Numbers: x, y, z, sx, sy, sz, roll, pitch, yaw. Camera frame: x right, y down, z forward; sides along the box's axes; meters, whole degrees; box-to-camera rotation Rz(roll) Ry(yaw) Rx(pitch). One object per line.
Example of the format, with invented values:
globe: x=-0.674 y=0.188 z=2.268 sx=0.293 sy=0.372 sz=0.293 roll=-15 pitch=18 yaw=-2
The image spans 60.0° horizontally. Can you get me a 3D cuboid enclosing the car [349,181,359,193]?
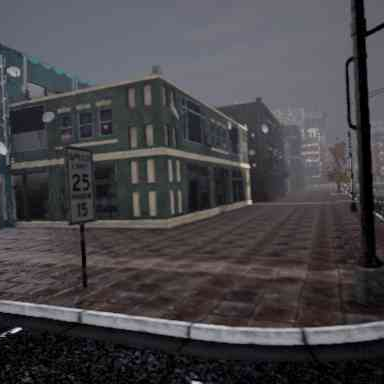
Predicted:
car: x=26.206 y=-0.582 z=51.908 sx=2.008 sy=1.369 sz=4.403 roll=-2 pitch=1 yaw=23

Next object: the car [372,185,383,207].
car: x=15.587 y=0.371 z=26.283 sx=2.008 sy=1.369 sz=4.403 roll=-2 pitch=1 yaw=23

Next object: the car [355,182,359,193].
car: x=21.892 y=-0.220 z=41.501 sx=1.752 sy=1.417 sz=4.829 roll=-2 pitch=1 yaw=23

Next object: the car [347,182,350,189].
car: x=28.317 y=-1.008 z=57.030 sx=2.192 sy=1.841 sz=5.009 roll=-3 pitch=1 yaw=23

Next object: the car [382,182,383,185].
car: x=46.743 y=-2.132 z=79.601 sx=1.752 sy=1.417 sz=4.829 roll=-3 pitch=1 yaw=23

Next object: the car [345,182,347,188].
car: x=32.511 y=-1.173 z=67.127 sx=1.752 sy=1.417 sz=4.829 roll=-3 pitch=1 yaw=23
